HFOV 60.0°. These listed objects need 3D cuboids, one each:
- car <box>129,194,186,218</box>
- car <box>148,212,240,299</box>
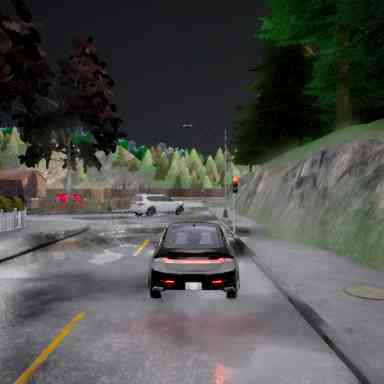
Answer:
[{"bbox_3d":[-3.140,1.222,30.930,5.566,2.045,2.150,0,1,-42],"label":"car"},{"bbox_3d":[0.054,1.492,8.458,2.128,1.511,4.902,0,0,1],"label":"car"}]
